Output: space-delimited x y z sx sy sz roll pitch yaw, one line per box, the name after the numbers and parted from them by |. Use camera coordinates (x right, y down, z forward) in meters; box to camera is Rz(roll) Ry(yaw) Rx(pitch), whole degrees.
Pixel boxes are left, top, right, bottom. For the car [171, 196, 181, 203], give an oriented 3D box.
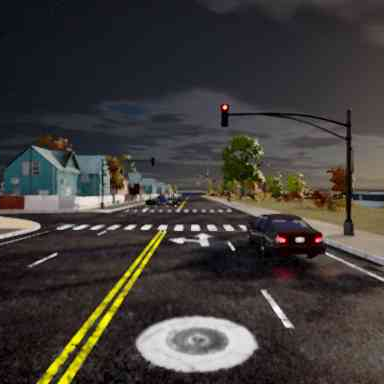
-3.304 1.563 70.901 1.895 1.301 4.718 0 0 0 | car

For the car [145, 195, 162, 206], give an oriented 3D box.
-6.594 1.564 55.439 1.895 1.301 4.718 0 0 1 | car

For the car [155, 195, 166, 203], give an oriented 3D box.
-6.553 1.446 70.595 1.882 1.535 5.008 0 0 0 | car

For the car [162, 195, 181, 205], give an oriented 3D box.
-3.348 1.454 56.006 2.128 1.511 4.902 0 0 0 | car

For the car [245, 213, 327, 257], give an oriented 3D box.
3.346 1.530 12.846 2.033 1.411 5.357 0 0 0 | car
